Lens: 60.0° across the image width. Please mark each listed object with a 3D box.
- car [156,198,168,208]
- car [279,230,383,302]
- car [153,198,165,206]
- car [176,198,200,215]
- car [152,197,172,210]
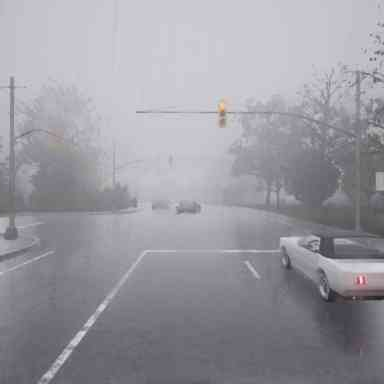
[{"bbox_3d":[-4.843,1.721,53.207,1.837,1.490,4.892,0,-1,-7],"label":"car"},{"bbox_3d":[3.596,1.601,8.196,1.895,1.301,4.718,0,0,0],"label":"car"},{"bbox_3d":[-6.302,1.914,63.511,1.882,1.535,5.008,0,-1,-10],"label":"car"},{"bbox_3d":[-0.290,1.610,34.254,1.895,1.301,4.718,0,0,9],"label":"car"},{"bbox_3d":[-4.059,1.425,43.105,2.097,1.767,4.553,0,-1,-3],"label":"car"}]
